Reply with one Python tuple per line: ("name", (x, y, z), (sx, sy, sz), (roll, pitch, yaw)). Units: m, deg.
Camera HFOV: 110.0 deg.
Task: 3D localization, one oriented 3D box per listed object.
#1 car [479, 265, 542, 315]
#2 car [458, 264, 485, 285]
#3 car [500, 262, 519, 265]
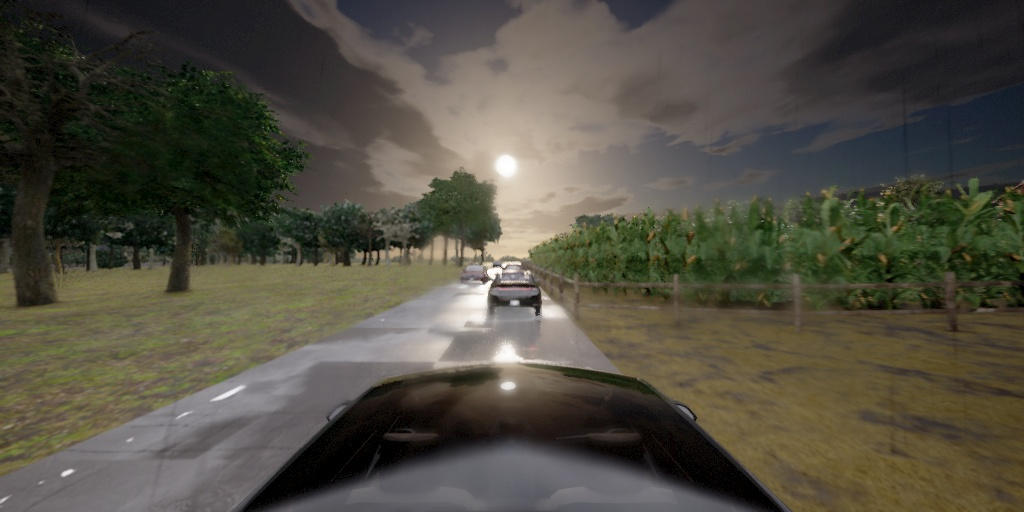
("car", (0.089, 1.290, 13.857), (2.128, 1.511, 4.902), (0, 0, 0))
("car", (-2.852, 1.390, 27.957), (1.812, 1.442, 4.674), (0, 0, 0))
("car", (0.094, 1.403, 30.301), (1.812, 1.442, 4.674), (0, 0, 0))
